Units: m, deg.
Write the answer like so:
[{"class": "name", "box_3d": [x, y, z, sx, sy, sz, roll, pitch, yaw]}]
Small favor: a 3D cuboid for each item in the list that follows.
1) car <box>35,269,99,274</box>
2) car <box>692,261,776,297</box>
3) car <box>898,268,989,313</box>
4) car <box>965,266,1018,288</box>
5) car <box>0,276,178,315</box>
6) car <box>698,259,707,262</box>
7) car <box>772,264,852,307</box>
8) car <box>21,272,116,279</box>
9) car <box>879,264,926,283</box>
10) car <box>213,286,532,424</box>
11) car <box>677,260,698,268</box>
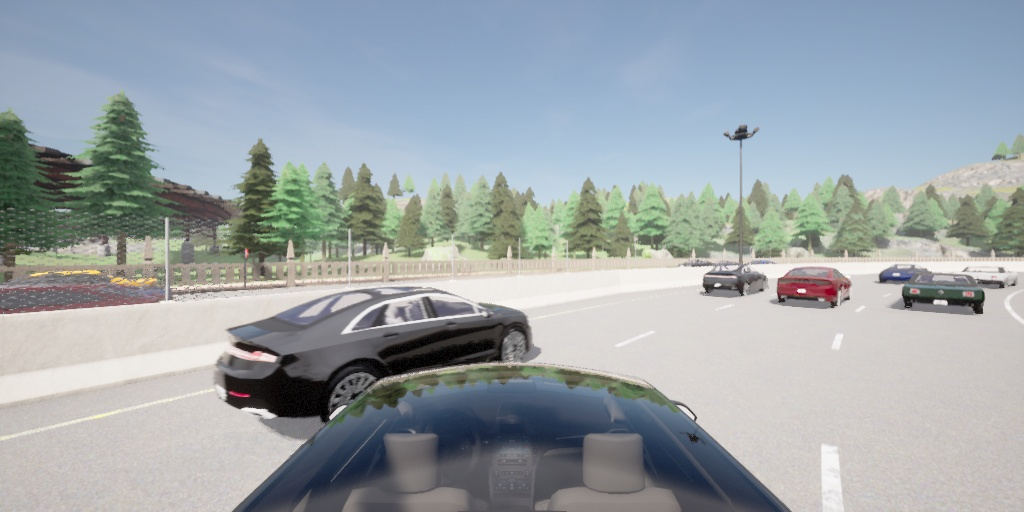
[{"class": "car", "box_3d": [-14.969, 1.214, 11.666, 1.882, 1.535, 5.008, 0, 0, 38]}, {"class": "car", "box_3d": [11.797, 1.198, 18.872, 4.902, 1.511, 2.128, 0, 0, -40]}, {"class": "car", "box_3d": [16.649, 1.315, 13.865, 4.718, 1.301, 1.895, 0, 0, -39]}, {"class": "car", "box_3d": [30.039, 1.289, 22.659, 4.718, 1.301, 1.895, 0, 0, -28]}, {"class": "car", "box_3d": [-9.814, 1.269, 6.930, 1.812, 1.442, 4.674, 0, 0, 38]}, {"class": "car", "box_3d": [23.190, 1.235, 39.055, 5.357, 1.411, 2.033, 0, 0, -27]}, {"class": "car", "box_3d": [13.040, 1.191, 15.391, 5.008, 1.535, 1.882, 0, 0, -40]}, {"class": "car", "box_3d": [-12.425, 1.287, 9.374, 2.033, 1.411, 5.357, 0, 0, 37]}, {"class": "car", "box_3d": [28.083, 1.246, 25.520, 4.181, 1.385, 1.994, 0, 0, -29]}, {"class": "car", "box_3d": [-1.591, 1.233, 5.721, 2.128, 1.511, 4.902, 0, 0, 39]}, {"class": "car", "box_3d": [21.567, 1.151, 42.155, 4.902, 1.511, 2.128, 0, 0, -27]}]
